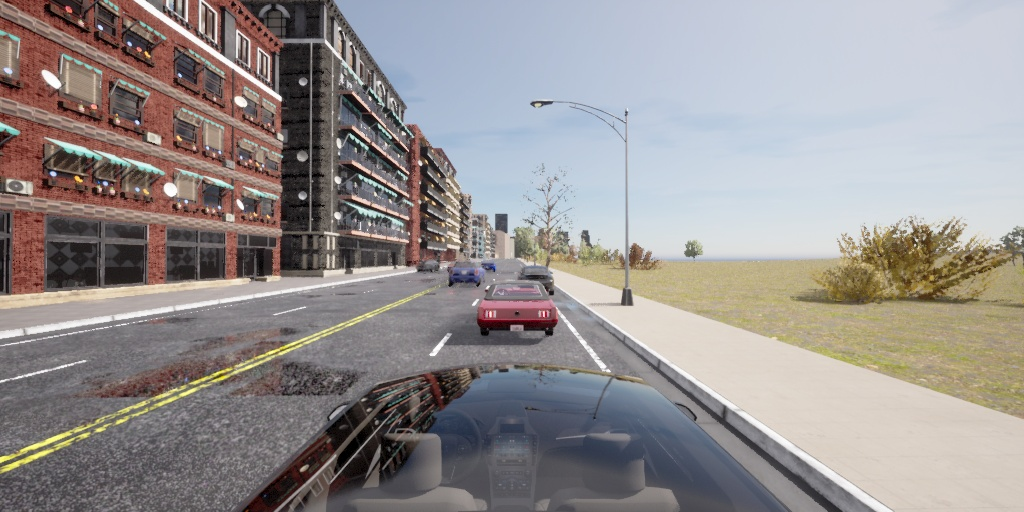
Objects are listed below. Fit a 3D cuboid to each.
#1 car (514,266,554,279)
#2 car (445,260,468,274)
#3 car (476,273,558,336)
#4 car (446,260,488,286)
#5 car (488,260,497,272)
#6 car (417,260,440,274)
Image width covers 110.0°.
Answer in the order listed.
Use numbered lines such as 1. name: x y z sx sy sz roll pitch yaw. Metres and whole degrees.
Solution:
1. car: 1.209 1.258 19.574 1.837 1.490 4.892 0 0 0
2. car: -6.436 1.231 42.214 1.882 1.535 5.008 0 0 0
3. car: 0.133 1.353 10.374 1.895 1.301 4.718 0 0 0
4. car: -3.056 1.106 25.131 2.097 1.767 4.553 0 0 0
5. car: -2.972 1.232 45.763 1.882 1.535 5.008 0 -1 0
6. car: -9.688 1.231 41.824 1.882 1.535 5.008 0 0 0
